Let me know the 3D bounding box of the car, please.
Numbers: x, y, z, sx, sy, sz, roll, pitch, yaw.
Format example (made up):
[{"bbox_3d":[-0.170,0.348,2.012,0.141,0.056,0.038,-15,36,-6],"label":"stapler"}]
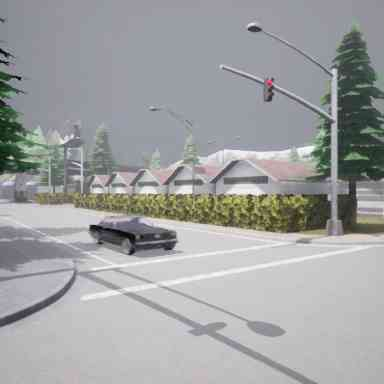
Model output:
[{"bbox_3d":[-2.507,1.621,13.423,1.895,1.301,4.718,0,0,-36],"label":"car"}]
